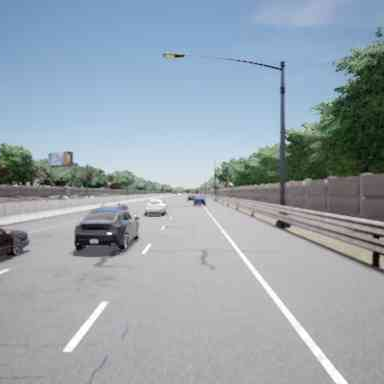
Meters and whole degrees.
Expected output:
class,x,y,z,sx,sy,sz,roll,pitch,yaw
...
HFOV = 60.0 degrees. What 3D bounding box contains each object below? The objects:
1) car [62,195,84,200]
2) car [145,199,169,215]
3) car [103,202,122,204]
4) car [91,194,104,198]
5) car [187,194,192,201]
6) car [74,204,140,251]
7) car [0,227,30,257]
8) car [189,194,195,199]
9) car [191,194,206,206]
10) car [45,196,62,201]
class,x,y,z,sx,sy,sz,roll,pitch,yaw
car,-21.034,1.378,60.119,2.128,1.511,4.902,0,0,0
car,-3.408,1.437,32.041,1.812,1.442,4.674,0,0,0
car,-6.907,1.517,29.345,1.895,1.301,4.718,0,0,0
car,-17.540,1.236,61.845,2.097,1.767,4.553,0,0,0
car,-0.017,1.208,70.406,1.882,1.535,5.008,0,0,0
car,-3.404,1.460,13.985,1.837,1.490,4.892,0,0,0
car,-6.897,1.515,9.800,2.033,1.411,5.357,0,0,0
car,-0.023,1.304,92.611,1.812,1.442,4.674,0,0,0
car,1.212,1.365,53.139,1.882,1.535,5.008,0,0,0
car,-24.523,1.430,59.982,2.033,1.411,5.357,0,0,0
